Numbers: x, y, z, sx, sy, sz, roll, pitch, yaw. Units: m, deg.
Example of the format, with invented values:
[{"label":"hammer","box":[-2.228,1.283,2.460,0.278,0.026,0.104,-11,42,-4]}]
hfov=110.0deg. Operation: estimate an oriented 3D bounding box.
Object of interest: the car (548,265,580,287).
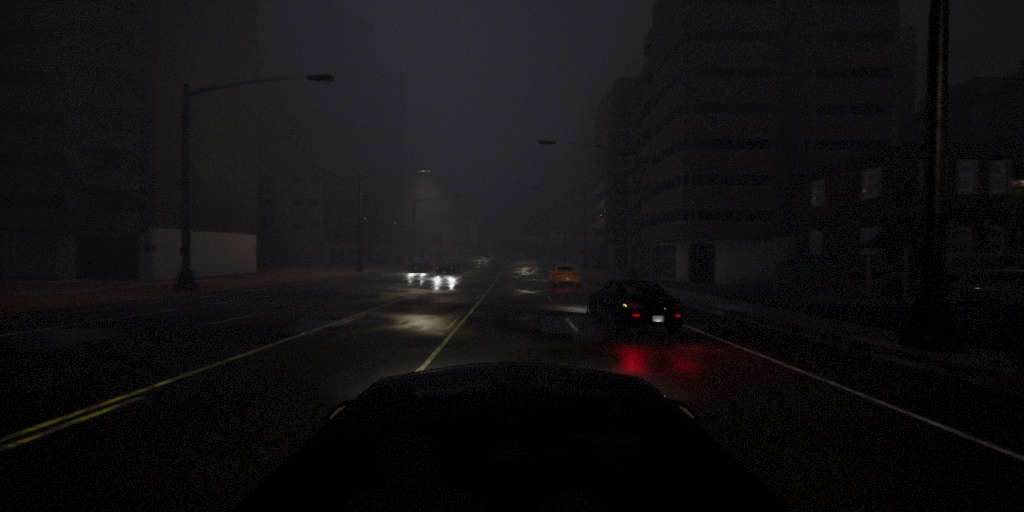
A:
[{"label":"car","box":[3.845,1.398,27.022,1.882,1.535,5.008,1,0,1]}]

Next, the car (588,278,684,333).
[{"label":"car","box":[3.666,1.409,11.227,1.812,1.442,4.674,1,0,1]}]

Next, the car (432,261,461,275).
[{"label":"car","box":[-6.714,1.237,37.967,1.895,1.301,4.718,1,1,1]}]

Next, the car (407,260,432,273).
[{"label":"car","box":[-10.182,1.112,40.002,1.994,1.385,4.181,1,1,1]}]
